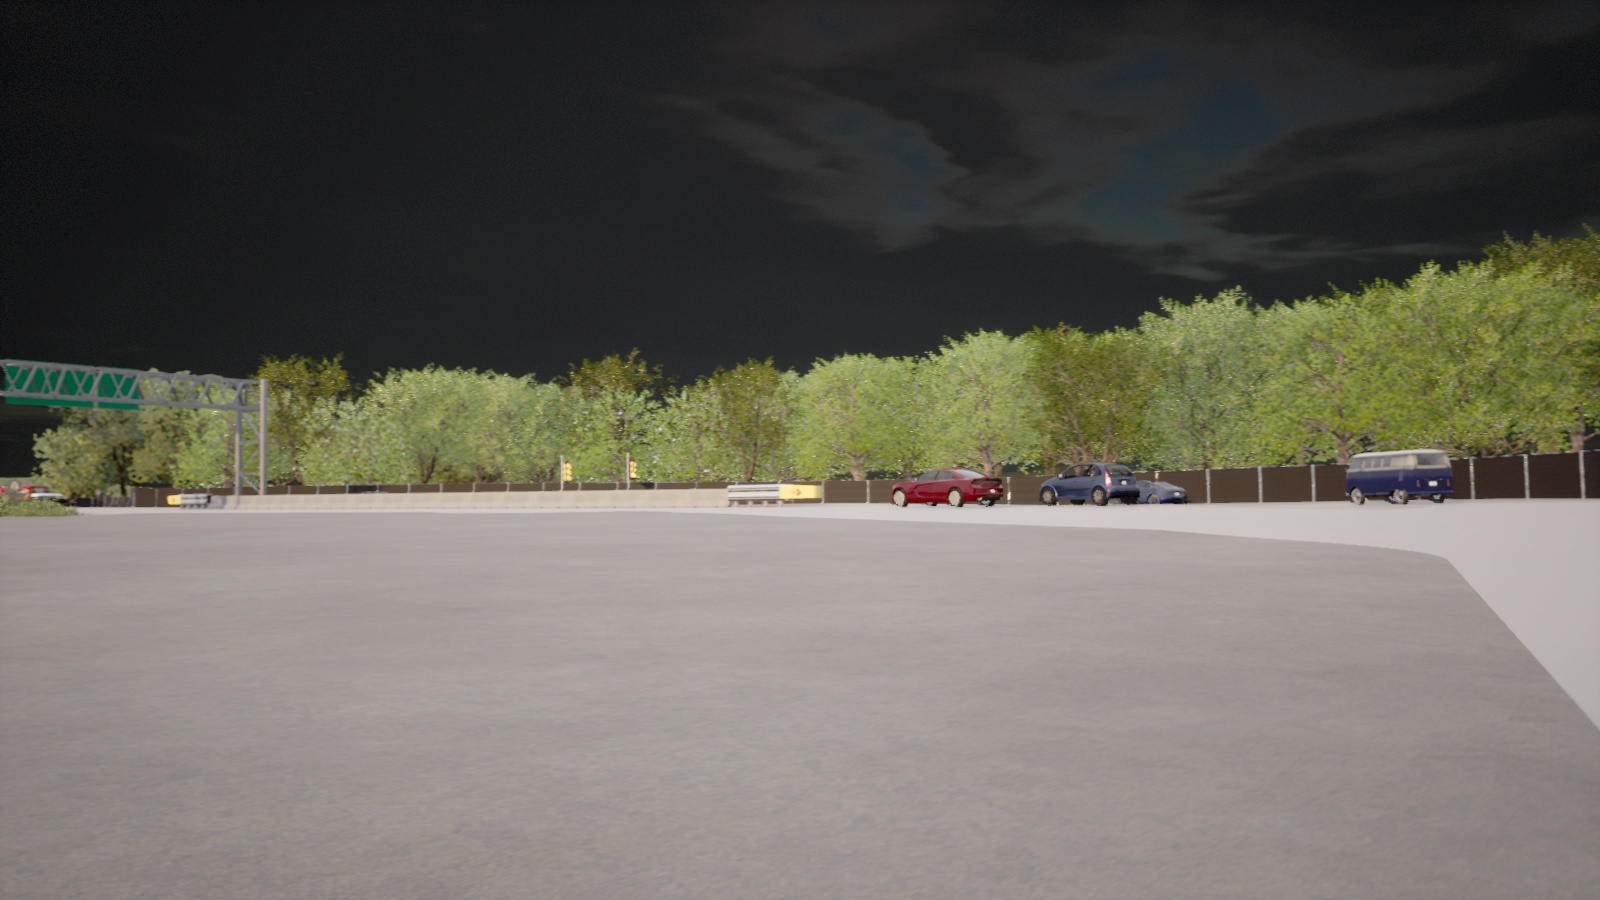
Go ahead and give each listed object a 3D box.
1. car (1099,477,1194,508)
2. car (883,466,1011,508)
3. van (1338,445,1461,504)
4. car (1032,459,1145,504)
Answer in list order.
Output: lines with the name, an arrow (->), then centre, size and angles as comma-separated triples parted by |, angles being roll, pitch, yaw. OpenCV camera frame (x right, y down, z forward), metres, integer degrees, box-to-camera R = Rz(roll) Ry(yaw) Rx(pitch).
car -> 17.027, 2.122, 61.887 | 1.994, 1.385, 4.181 | 0, -3, -32
car -> 5.610, 1.434, 48.614 | 1.882, 1.535, 5.008 | 1, -2, -39
van -> 22.146, 0.955, 46.619 | 1.775, 1.987, 4.442 | -1, -3, -10
car -> 10.855, 1.221, 47.482 | 1.851, 1.617, 3.988 | 0, -2, -32
